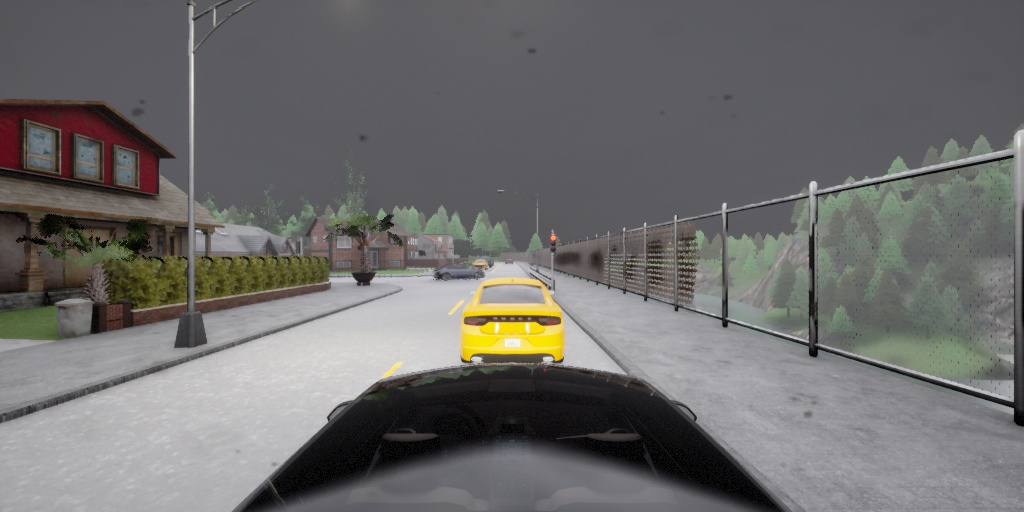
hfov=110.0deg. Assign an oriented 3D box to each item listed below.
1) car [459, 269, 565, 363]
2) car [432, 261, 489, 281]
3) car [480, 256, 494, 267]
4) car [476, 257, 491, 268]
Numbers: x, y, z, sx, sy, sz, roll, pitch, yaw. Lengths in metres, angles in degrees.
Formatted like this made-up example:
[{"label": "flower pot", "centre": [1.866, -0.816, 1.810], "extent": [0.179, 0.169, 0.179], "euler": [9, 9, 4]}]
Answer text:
[{"label": "car", "centre": [0.006, 1.228, 8.171], "extent": [1.882, 1.535, 5.008], "euler": [0, 0, 0]}, {"label": "car", "centre": [-4.394, 1.314, 29.533], "extent": [4.181, 1.385, 1.994], "euler": [0, 0, -29]}, {"label": "car", "centre": [-4.582, 0.971, 61.373], "extent": [2.150, 2.045, 5.566], "euler": [0, 0, 0]}, {"label": "car", "centre": [-4.517, 1.228, 51.430], "extent": [1.882, 1.535, 5.008], "euler": [0, 0, 0]}]
